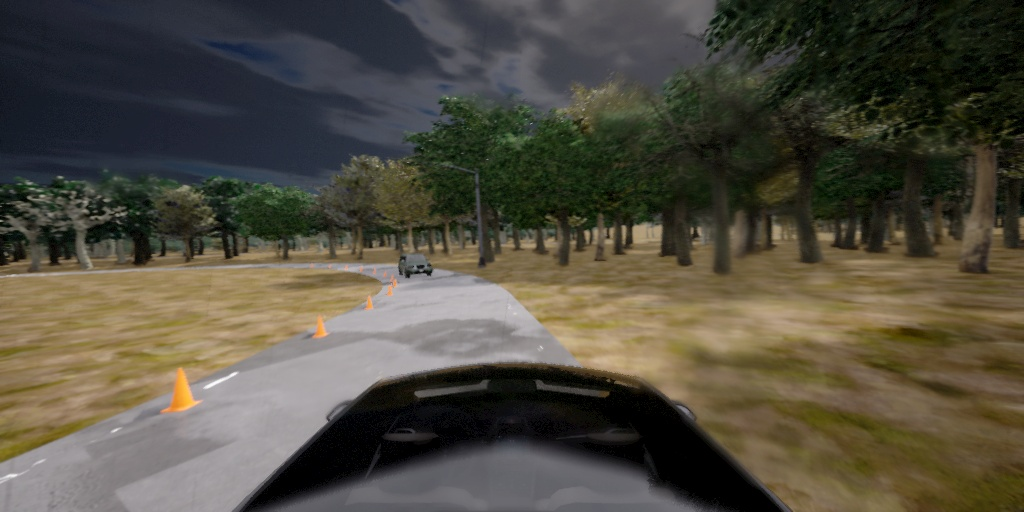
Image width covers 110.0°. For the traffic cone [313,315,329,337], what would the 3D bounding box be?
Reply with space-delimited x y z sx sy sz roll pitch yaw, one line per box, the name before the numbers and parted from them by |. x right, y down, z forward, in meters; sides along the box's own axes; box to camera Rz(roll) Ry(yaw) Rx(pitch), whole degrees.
traffic cone | -5.447 1.976 10.224 0.340 0.580 0.340 0 0 -7

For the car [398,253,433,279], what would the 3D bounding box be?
car | -8.694 0.801 31.927 2.150 2.045 5.566 -4 3 -27

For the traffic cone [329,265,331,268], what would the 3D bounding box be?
traffic cone | -23.986 1.314 47.301 0.340 0.580 0.340 0 0 38

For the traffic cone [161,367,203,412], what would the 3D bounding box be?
traffic cone | -4.947 1.973 5.386 0.340 0.580 0.340 0 0 -4

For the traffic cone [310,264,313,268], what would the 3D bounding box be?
traffic cone | -27.876 1.303 49.982 0.340 0.580 0.340 0 0 32

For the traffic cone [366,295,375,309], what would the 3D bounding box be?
traffic cone | -6.018 1.940 15.194 0.340 0.580 0.340 0 0 -7

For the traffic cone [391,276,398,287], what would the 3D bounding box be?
traffic cone | -7.943 1.815 24.464 0.340 0.580 0.340 0 0 -18

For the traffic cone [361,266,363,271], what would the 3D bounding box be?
traffic cone | -17.114 1.448 40.836 0.340 0.580 0.340 0 0 -41

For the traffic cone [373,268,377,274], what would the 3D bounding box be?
traffic cone | -14.205 1.551 37.115 0.340 0.580 0.340 0 0 -35

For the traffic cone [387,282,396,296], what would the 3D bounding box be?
traffic cone | -6.748 1.884 19.894 0.340 0.580 0.340 0 0 -12

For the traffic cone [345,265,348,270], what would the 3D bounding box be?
traffic cone | -20.386 1.363 44.242 0.340 0.580 0.340 0 0 43

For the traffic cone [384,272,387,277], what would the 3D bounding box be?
traffic cone | -11.690 1.647 33.120 0.340 0.580 0.340 0 0 -29
